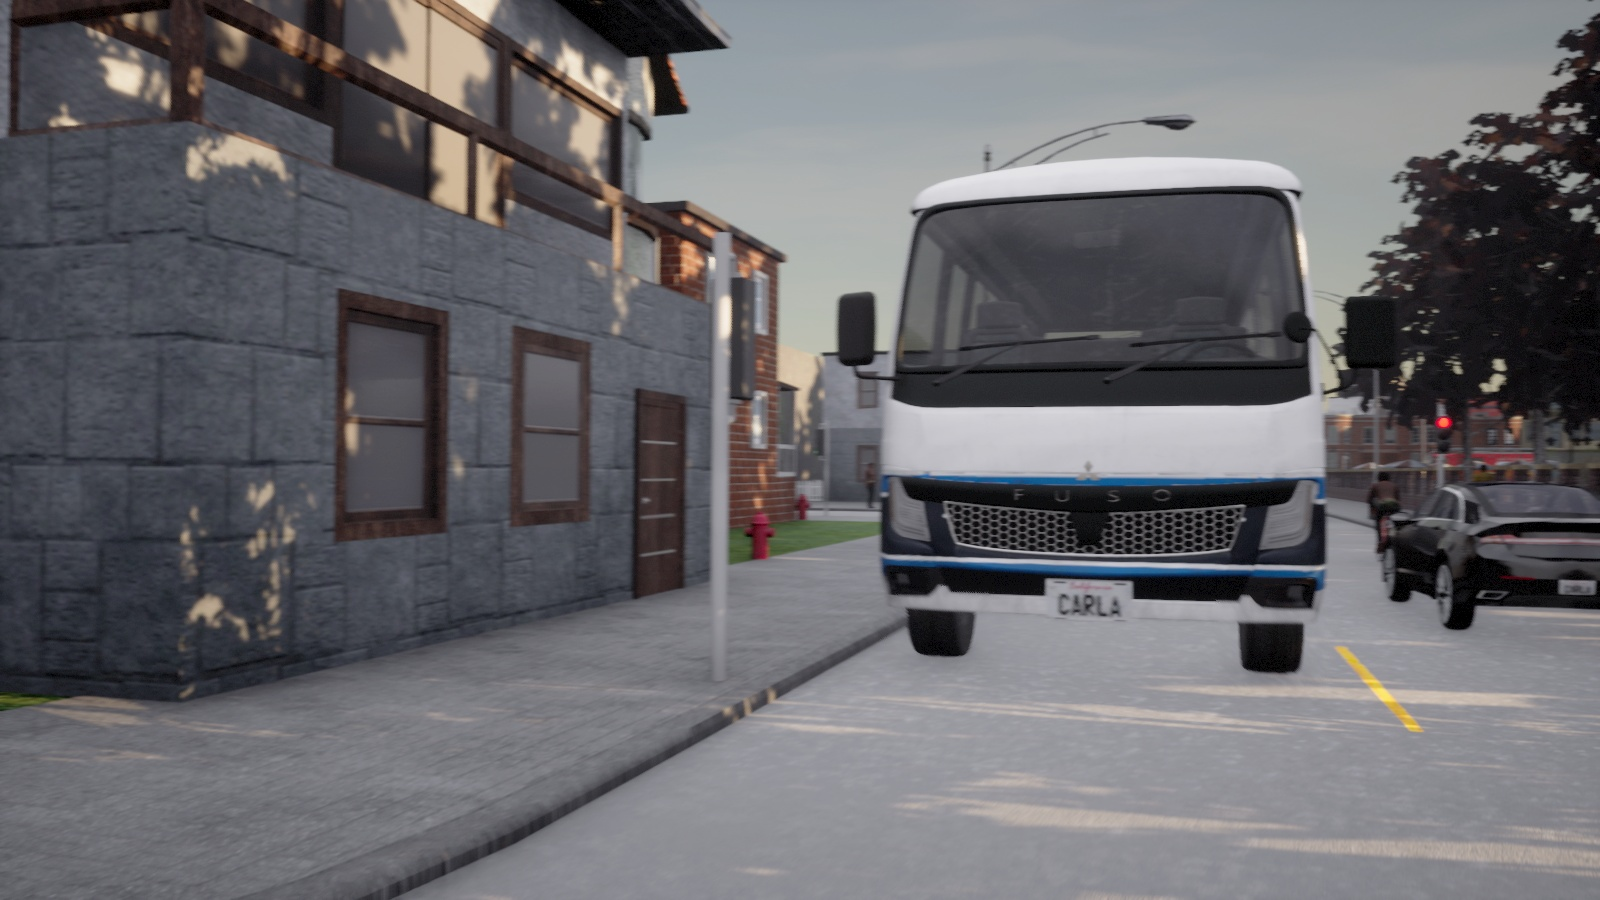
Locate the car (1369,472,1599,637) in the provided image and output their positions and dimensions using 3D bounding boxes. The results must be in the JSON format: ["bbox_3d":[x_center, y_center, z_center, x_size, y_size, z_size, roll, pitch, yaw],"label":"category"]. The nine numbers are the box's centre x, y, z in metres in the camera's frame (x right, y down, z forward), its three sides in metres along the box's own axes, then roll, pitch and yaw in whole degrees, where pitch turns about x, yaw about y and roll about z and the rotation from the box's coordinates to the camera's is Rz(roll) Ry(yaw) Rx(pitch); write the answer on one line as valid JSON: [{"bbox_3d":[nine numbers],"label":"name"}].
[{"bbox_3d":[7.910,1.005,13.979,2.128,1.511,4.902,0,-1,15],"label":"car"}]

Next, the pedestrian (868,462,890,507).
[{"bbox_3d":[3.153,1.368,50.000,0.328,1.805,0.869,1,-1,-43],"label":"pedestrian"}]

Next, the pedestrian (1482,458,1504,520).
[{"bbox_3d":[20.798,1.154,37.670,0.431,1.840,0.709,0,-1,17],"label":"pedestrian"}]

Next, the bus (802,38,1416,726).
[{"bbox_3d":[3.426,-0.339,13.237,3.944,4.253,10.273,0,-1,17],"label":"bus"}]

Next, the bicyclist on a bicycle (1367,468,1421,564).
[{"bbox_3d":[10.460,1.138,22.143,0.582,1.620,1.656,0,-1,16],"label":"bicyclist on a bicycle"}]
